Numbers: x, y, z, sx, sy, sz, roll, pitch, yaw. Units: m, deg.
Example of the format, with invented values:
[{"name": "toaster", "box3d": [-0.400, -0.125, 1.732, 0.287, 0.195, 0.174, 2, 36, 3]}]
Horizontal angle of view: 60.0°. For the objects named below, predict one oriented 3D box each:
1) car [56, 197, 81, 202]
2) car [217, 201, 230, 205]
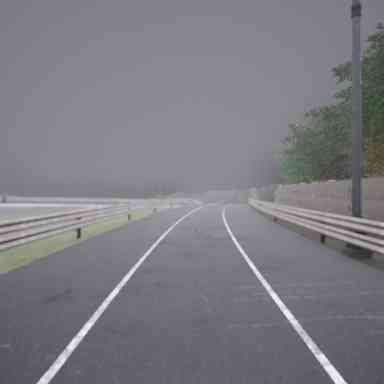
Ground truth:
[{"name": "car", "box3d": [-25.575, 1.832, 69.160, 5.008, 1.535, 1.882, 2, -4, -26]}, {"name": "car", "box3d": [8.974, 3.322, 95.194, 1.812, 1.442, 4.674, -3, -4, 41]}]
